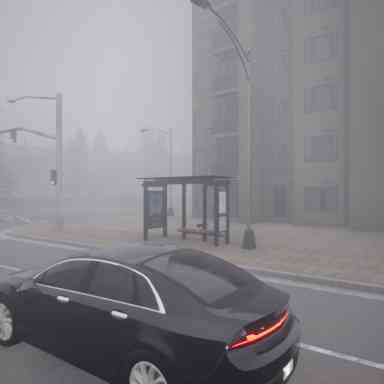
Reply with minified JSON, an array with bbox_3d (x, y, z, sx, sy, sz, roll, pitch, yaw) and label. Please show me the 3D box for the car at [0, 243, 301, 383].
[{"bbox_3d":[-1.020,1.505,4.710,4.892,1.490,1.837,0,0,35],"label":"car"}]
